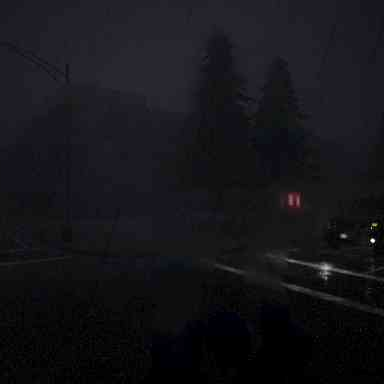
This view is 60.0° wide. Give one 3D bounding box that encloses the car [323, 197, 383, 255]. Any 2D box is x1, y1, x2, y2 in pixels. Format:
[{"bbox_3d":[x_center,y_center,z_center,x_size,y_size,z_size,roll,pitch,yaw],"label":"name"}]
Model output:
[{"bbox_3d":[7.729,1.248,13.728,5.566,2.045,2.150,0,0,-37],"label":"car"}]
